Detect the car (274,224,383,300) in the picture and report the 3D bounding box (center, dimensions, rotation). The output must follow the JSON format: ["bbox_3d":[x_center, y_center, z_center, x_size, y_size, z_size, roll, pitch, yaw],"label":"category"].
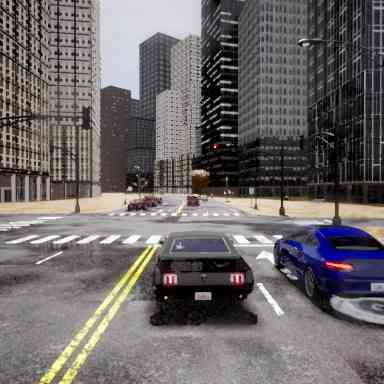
[{"bbox_3d":[3.356,1.523,8.213,1.812,1.442,4.674,0,0,1],"label":"car"}]

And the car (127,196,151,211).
[{"bbox_3d":[-6.522,1.530,40.312,1.994,1.385,4.181,0,0,0],"label":"car"}]

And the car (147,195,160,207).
[{"bbox_3d":[-6.502,1.299,50.561,2.097,1.767,4.553,0,0,0],"label":"car"}]

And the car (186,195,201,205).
[{"bbox_3d":[0.207,1.462,55.294,1.812,1.442,4.674,0,0,0],"label":"car"}]

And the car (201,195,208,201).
[{"bbox_3d":[2.849,1.397,80.515,1.812,1.442,4.674,0,0,-4],"label":"car"}]

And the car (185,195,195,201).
[{"bbox_3d":[-0.450,1.396,81.356,2.128,1.511,4.902,0,0,-4],"label":"car"}]

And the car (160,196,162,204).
[{"bbox_3d":[-6.482,1.416,60.852,2.128,1.511,4.902,0,0,0],"label":"car"}]

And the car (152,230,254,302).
[{"bbox_3d":[0.114,1.598,8.246,1.895,1.301,4.718,0,0,-2],"label":"car"}]
